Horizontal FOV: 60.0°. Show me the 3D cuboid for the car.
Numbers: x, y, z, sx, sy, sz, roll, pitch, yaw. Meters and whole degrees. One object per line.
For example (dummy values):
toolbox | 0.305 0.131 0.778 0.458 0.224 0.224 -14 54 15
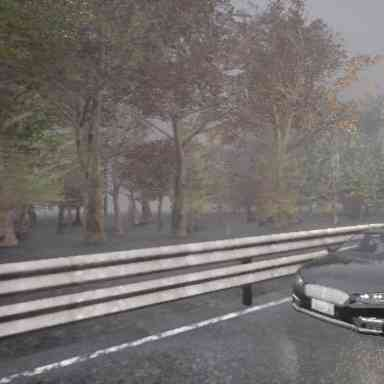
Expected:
car | 4.004 1.506 6.537 4.902 1.511 2.128 0 0 -35
